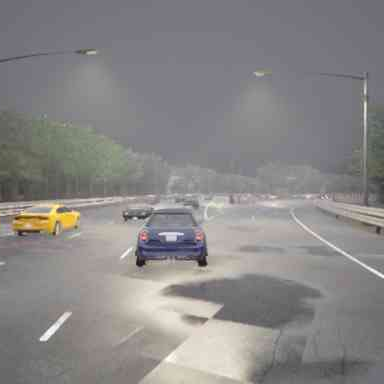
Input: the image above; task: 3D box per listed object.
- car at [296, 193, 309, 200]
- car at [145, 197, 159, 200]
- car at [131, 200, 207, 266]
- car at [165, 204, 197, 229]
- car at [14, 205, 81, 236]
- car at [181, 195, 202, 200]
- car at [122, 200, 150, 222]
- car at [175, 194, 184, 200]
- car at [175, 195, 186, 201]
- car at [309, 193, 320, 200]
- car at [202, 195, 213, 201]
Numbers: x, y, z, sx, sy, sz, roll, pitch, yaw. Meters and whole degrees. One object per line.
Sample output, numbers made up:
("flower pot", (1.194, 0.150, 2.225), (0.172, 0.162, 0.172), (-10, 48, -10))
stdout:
("car", (29.149, 1.442, 89.198), (2.128, 1.511, 4.902), (0, 0, 31))
("car", (-6.381, 1.449, 53.003), (2.033, 1.411, 5.357), (0, 0, 5))
("car", (-0.620, 1.344, 11.666), (2.097, 1.767, 4.553), (0, 0, -1))
("car", (-0.648, 1.578, 22.505), (1.895, 1.301, 4.718), (0, 0, 1))
("car", (-7.615, 1.420, 18.007), (1.882, 1.535, 5.008), (0, 0, 0))
("car", (-0.007, 1.445, 41.841), (1.837, 1.490, 4.892), (0, 0, 3))
("car", (-3.993, 1.556, 25.826), (1.895, 1.301, 4.718), (0, 0, 1))
("car", (-1.744, 1.249, 62.993), (2.097, 1.767, 4.553), (0, 0, 6))
("car", (-2.863, 1.396, 83.386), (1.994, 1.385, 4.181), (0, 0, 9))
("car", (32.563, 1.462, 88.073), (2.033, 1.411, 5.357), (0, 0, 31))
("car", (4.269, 1.390, 83.781), (2.128, 1.511, 4.902), (0, 0, 9))
